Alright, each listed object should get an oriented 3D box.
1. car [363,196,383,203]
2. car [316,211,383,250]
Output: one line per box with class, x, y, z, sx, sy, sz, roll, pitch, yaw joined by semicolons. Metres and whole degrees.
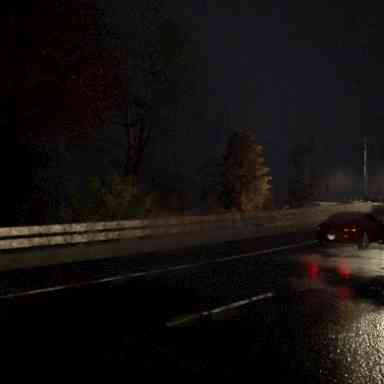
car;38.660;1.595;71.613;2.033;1.411;5.357;0;0;9
car;7.138;1.580;14.596;4.674;1.442;1.812;0;0;-43
